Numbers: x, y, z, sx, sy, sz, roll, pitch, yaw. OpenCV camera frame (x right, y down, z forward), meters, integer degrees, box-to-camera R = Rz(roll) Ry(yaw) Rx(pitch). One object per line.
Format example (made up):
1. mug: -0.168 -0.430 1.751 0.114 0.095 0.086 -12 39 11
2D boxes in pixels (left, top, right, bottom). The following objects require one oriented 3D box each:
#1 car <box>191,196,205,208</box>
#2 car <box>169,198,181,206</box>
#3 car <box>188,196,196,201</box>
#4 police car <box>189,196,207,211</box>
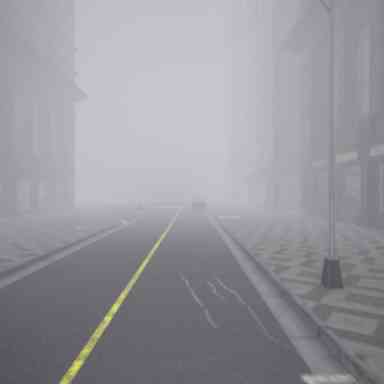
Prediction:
1. car: 0.906 1.492 53.053 2.097 1.767 4.553 0 0 0
2. car: -3.034 1.765 58.940 1.895 1.301 4.718 0 0 1
3. car: 0.012 1.786 94.542 2.128 1.511 4.902 0 0 0
4. police car: 0.906 1.530 43.192 1.930 1.638 5.238 0 0 0
